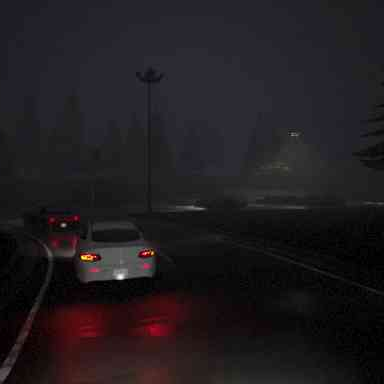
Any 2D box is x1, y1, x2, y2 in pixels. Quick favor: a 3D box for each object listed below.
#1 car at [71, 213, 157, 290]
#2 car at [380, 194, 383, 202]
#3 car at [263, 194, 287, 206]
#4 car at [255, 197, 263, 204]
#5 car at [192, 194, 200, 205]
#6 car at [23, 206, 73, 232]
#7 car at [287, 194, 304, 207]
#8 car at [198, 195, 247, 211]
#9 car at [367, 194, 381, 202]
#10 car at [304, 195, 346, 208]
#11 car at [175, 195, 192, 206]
[{"bbox_3d":[-2.187,1.448,8.956,1.812,1.442,4.674,0,1,-19],"label":"car"},{"bbox_3d":[33.268,1.120,53.791,4.181,1.385,1.994,0,0,-19],"label":"car"},{"bbox_3d":[13.012,1.101,46.740,4.902,1.511,2.128,0,0,-19],"label":"car"},{"bbox_3d":[11.907,1.058,50.053,5.008,1.535,1.882,-1,1,-19],"label":"car"},{"bbox_3d":[2.584,1.200,43.079,4.181,1.385,1.994,0,1,-19],"label":"car"},{"bbox_3d":[-8.160,1.436,19.091,1.895,1.301,4.718,0,1,-41],"label":"car"},{"bbox_3d":[15.543,1.111,43.921,5.008,1.535,1.882,0,1,-19],"label":"car"},{"bbox_3d":[3.472,1.297,35.980,4.718,1.301,1.895,0,1,-19],"label":"car"},{"bbox_3d":[32.326,1.091,57.161,4.181,1.385,1.994,0,0,-19],"label":"car"},{"bbox_3d":[16.499,1.188,40.547,4.674,1.442,1.812,0,1,-19],"label":"car"},{"bbox_3d":[0.124,1.089,45.919,5.008,1.535,1.882,0,1,-19],"label":"car"}]
